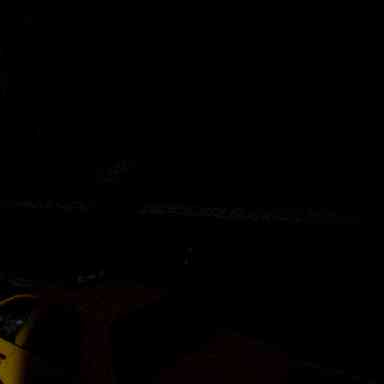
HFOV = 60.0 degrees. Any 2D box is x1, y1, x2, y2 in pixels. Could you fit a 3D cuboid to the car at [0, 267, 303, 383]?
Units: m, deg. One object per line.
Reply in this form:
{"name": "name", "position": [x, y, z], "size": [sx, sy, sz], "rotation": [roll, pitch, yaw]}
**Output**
{"name": "car", "position": [-1.290, 1.513, 3.637], "size": [4.829, 1.417, 1.752], "rotation": [0, 0, 35]}
